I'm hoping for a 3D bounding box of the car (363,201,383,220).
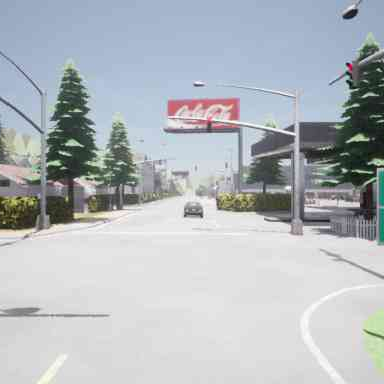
[{"bbox_3d":[18.631,1.672,30.636,4.611,1.667,2.242,0,0,0],"label":"car"}]

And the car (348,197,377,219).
[{"bbox_3d":[14.317,1.505,24.957,3.866,1.878,1.905,0,0,0],"label":"car"}]

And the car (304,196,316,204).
[{"bbox_3d":[22.368,1.552,64.040,1.970,1.475,3.806,0,0,0],"label":"car"}]

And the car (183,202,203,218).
[{"bbox_3d":[0.109,1.634,31.446,2.033,1.411,5.357,2,0,-1],"label":"car"}]

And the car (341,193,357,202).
[{"bbox_3d":[34.755,1.490,71.858,2.007,1.523,4.514,0,0,0],"label":"car"}]
